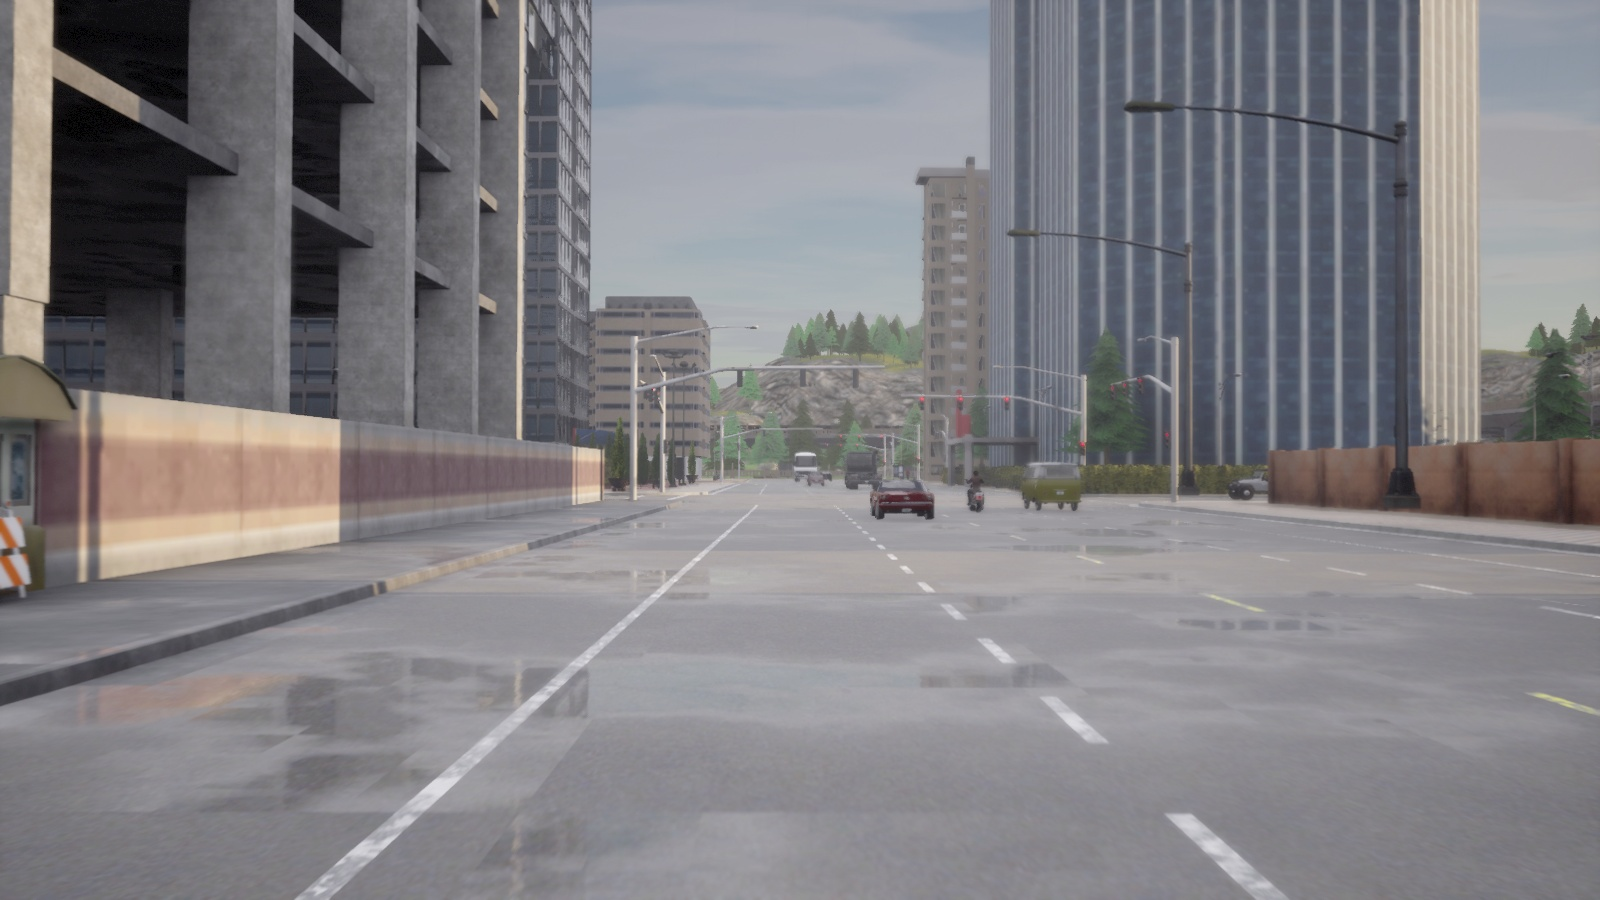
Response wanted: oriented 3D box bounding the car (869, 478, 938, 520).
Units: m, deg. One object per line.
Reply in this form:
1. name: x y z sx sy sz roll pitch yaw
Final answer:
1. car: 3.401 1.606 42.074 1.895 1.301 4.718 0 -1 0

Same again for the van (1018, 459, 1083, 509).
1. van: 10.365 1.399 52.157 1.775 1.987 4.442 0 -1 0

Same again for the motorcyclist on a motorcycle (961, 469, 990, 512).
1. motorcyclist on a motorcycle: 6.881 1.563 49.331 0.766 1.649 2.350 0 -1 0

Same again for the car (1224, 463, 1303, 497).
1. car: 26.661 1.714 72.311 3.866 1.878 1.905 0 -1 0
